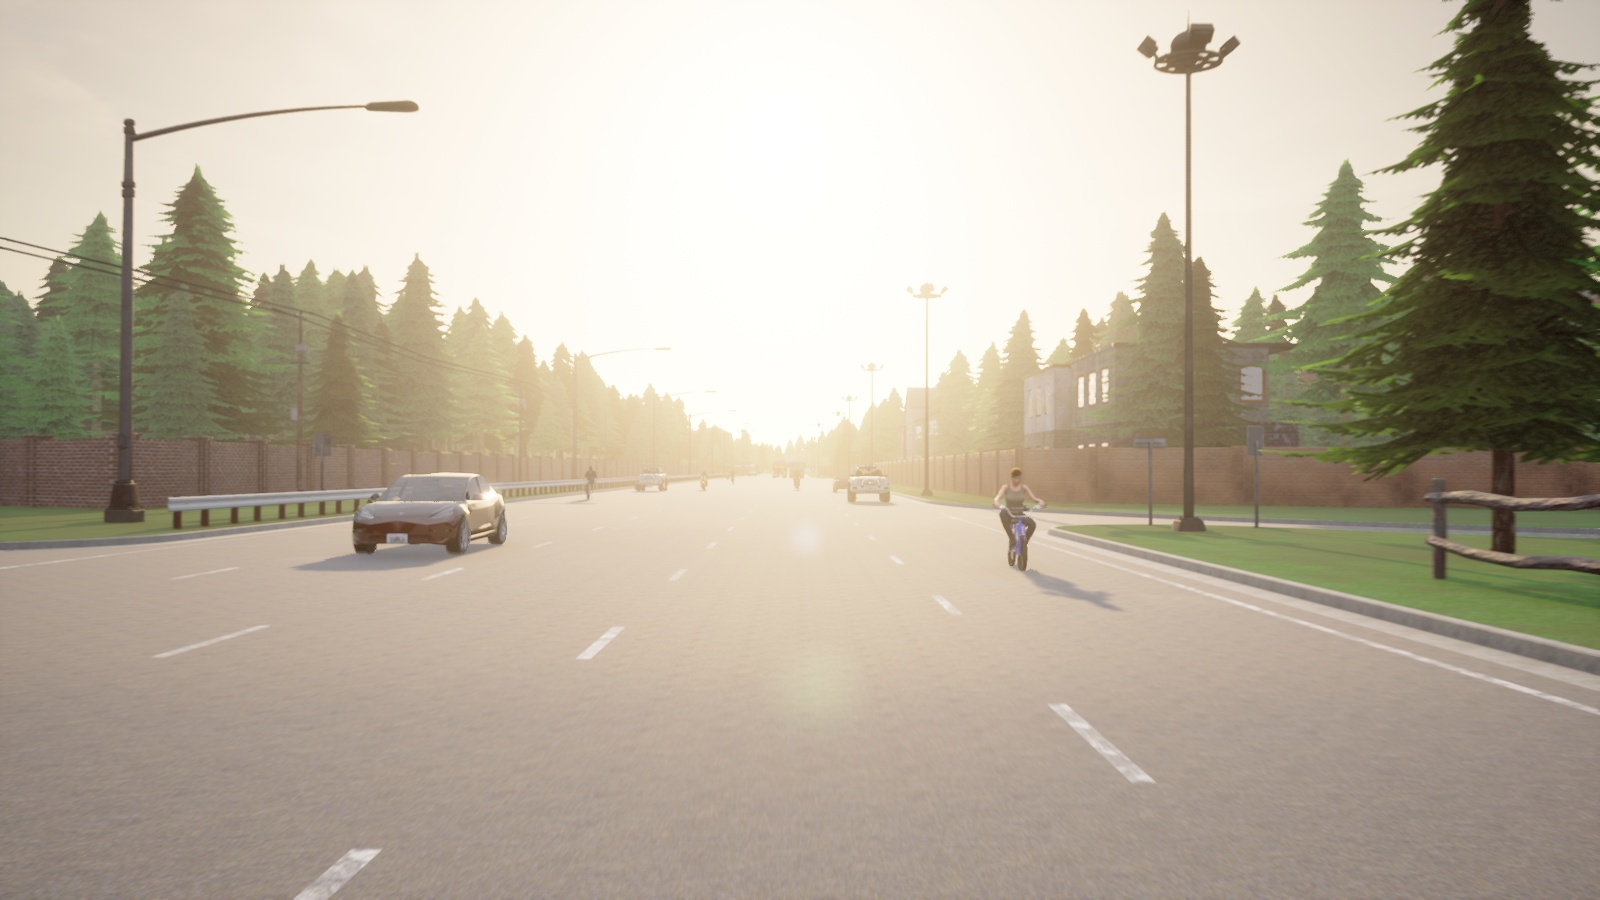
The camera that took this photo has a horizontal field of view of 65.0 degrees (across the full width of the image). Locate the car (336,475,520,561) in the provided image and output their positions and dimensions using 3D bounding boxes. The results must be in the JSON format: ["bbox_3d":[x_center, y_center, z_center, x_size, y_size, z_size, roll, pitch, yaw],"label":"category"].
[{"bbox_3d":[-7.058,1.242,24.418,2.163,1.488,4.792,0,-1,0],"label":"car"}]

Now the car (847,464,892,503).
[{"bbox_3d":[3.352,1.627,61.646,1.932,1.855,4.605,0,-1,0],"label":"car"}]

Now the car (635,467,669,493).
[{"bbox_3d":[-10.719,2.169,91.253,1.932,1.855,4.605,0,-1,0],"label":"car"}]

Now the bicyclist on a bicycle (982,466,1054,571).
[{"bbox_3d":[3.456,1.065,20.022,0.866,1.612,1.509,0,-1,0],"label":"bicyclist on a bicycle"}]

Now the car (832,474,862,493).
[{"bbox_3d":[3.289,2.351,88.459,1.895,1.301,4.718,0,-1,0],"label":"car"}]
